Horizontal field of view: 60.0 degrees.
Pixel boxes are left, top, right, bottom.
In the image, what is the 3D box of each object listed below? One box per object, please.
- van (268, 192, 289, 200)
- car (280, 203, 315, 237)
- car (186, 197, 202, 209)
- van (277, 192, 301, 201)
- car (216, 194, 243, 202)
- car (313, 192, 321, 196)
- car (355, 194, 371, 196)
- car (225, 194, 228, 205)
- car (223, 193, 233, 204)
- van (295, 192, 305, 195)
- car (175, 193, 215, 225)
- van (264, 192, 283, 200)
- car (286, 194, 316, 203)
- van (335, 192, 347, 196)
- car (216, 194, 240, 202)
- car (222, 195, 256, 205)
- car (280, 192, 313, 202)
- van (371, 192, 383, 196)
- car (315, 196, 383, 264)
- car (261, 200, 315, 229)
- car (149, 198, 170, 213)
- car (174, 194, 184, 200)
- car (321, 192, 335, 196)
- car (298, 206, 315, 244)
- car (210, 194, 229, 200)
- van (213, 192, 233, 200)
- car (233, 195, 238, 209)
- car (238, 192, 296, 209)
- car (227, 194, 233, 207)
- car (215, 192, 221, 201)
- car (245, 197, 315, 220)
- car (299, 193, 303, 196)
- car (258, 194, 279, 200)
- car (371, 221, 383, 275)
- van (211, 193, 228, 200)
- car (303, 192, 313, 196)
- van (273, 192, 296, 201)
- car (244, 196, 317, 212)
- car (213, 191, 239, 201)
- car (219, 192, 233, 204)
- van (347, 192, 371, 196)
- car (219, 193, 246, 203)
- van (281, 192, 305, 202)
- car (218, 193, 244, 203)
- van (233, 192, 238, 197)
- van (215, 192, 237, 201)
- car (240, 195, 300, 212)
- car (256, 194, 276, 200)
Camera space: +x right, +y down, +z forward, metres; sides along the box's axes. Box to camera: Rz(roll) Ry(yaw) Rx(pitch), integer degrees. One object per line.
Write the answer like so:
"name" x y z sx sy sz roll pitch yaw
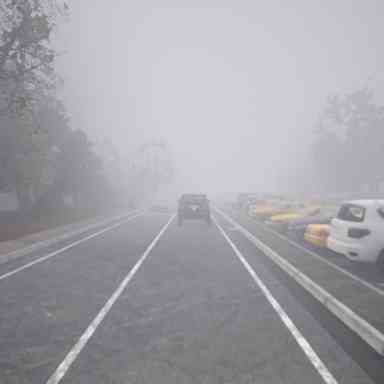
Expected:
"van" 20.405 0.989 78.762 4.442 1.987 1.878 0 -1 1
"car" 6.903 1.438 15.213 4.892 1.521 2.231 0 1 0
"car" 0.226 1.324 42.399 1.994 1.385 4.181 0 0 0
"van" 20.567 0.941 70.465 4.442 1.987 1.878 0 0 1
"car" 7.319 1.188 65.171 5.008 1.535 2.097 0 0 0
"car" 20.209 0.985 45.535 5.566 2.045 2.435 0 0 0
"car" 20.147 1.266 34.456 5.008 1.535 2.097 0 0 1
"car" 7.105 1.280 42.963 4.792 1.488 2.163 0 0 0
"car" 7.129 1.272 45.739 4.792 1.488 2.163 0 0 0
"van" 20.449 0.979 56.740 4.442 1.987 1.878 0 0 0
"car" 0.139 1.078 22.725 2.150 2.045 5.566 0 1 0
"van" 20.686 1.063 84.298 4.442 1.987 1.878 0 -1 0
"car" 20.374 1.190 62.157 5.008 1.535 2.097 0 0 1
"van" 20.073 1.025 39.996 4.442 1.987 1.878 0 0 1
"car" 7.351 1.221 67.947 4.674 1.452 2.002 0 0 0
"car" 7.212 1.228 51.291 4.892 1.521 2.231 0 0 0
"car" 20.376 0.930 65.051 5.566 2.045 2.435 0 0 0
"van" 20.010 1.051 31.670 4.442 1.987 1.878 0 0 0
"car" 6.878 1.249 9.658 5.566 2.045 2.435 0 1 0
"car" 6.735 1.402 17.990 5.366 1.575 1.946 0 1 0
"car" -3.264 1.323 34.048 1.812 1.442 4.674 0 0 0
"car" -2.891 1.145 76.677 2.128 1.511 4.902 0 0 0
"car" 20.185 0.992 42.765 5.566 2.045 2.435 0 0 0
"car" 7.059 1.465 12.436 5.366 1.575 1.946 0 1 0
"car" 7.544 1.372 90.135 5.008 1.535 2.097 0 -1 0
"van" 7.327 0.998 79.035 4.442 1.987 1.878 0 -1 0
"car" 7.093 1.303 34.634 4.792 1.488 2.163 0 0 0
"car" 7.071 1.158 31.860 4.553 1.767 2.185 0 0 0
"car" 7.082 1.288 40.187 4.792 1.488 2.163 0 0 0
"car" 7.068 1.209 56.844 5.366 1.575 1.946 0 0 0
"car" 6.784 1.339 23.663 5.366 1.575 1.946 0 1 0
"car" 20.312 1.252 53.971 4.674 1.452 2.002 0 0 0
"car" 20.611 1.362 89.836 5.008 1.535 2.097 0 -1 0
"car" 6.831 1.532 6.885 5.008 1.535 2.097 0 1 0
"van" 7.679 1.183 92.913 4.442 1.987 1.878 0 -1 0
"car" 20.279 1.220 51.077 5.008 1.535 2.097 0 0 1
"van" 20.359 0.933 73.370 4.442 1.987 1.878 0 0 0
"car" 7.177 1.314 26.313 5.366 1.575 1.946 0 1 0
"car" 7.424 0.914 73.499 5.566 2.045 2.435 0 0 0
"car" 6.997 1.232 48.517 5.366 1.575 1.946 0 0 0
"van" 20.282 1.033 37.224 4.442 1.987 1.878 0 0 1
"car" 7.246 1.078 59.619 4.553 1.767 2.185 0 0 0
"van" 20.544 0.948 67.821 4.442 1.987 1.878 0 0 0
"car" 7.270 1.071 62.395 4.553 1.767 2.185 0 0 0
"van" 7.204 1.040 37.409 4.442 1.987 1.878 0 0 0
"van" 7.256 0.947 70.724 4.442 1.987 1.878 0 0 0
"car" 7.010 1.299 29.082 4.892 1.521 2.231 0 1 0
"car" 20.636 1.401 92.732 5.008 1.535 2.097 0 -1 0
